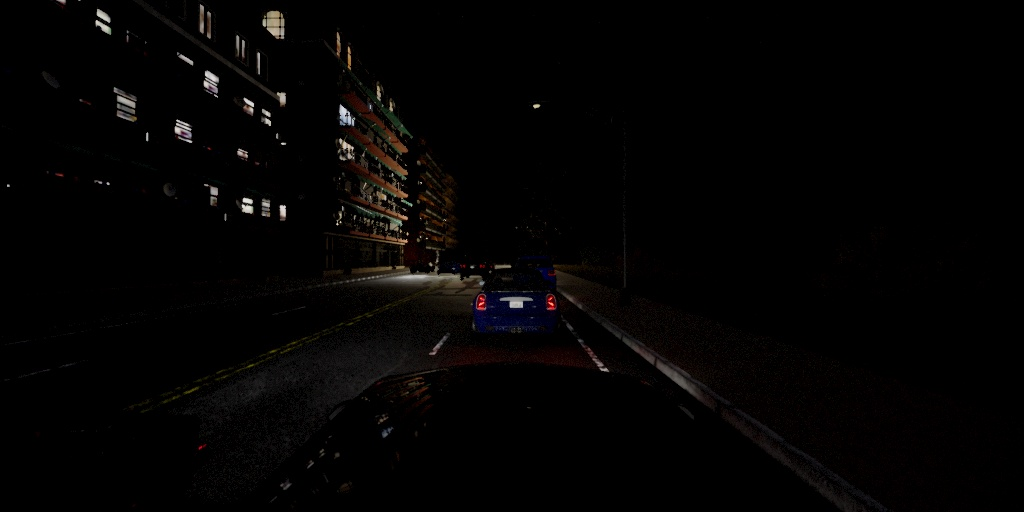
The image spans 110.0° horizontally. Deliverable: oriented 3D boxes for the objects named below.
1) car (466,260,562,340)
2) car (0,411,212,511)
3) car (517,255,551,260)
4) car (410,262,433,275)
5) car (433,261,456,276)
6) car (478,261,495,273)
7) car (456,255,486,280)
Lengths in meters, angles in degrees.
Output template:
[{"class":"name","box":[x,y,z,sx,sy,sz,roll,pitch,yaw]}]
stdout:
[{"class":"car","box":[0.095,1.103,10.128,2.097,1.767,4.553,0,0,0]},{"class":"car","box":[-3.155,1.350,0.479,1.895,1.301,4.718,0,0,0]},{"class":"car","box":[1.132,0.977,19.703,2.150,2.045,5.566,0,0,0]},{"class":"car","box":[-9.860,1.352,39.724,1.895,1.301,4.718,0,0,0]},{"class":"car","box":[-6.609,1.229,37.855,1.882,1.535,5.008,0,0,0]},{"class":"car","box":[-3.158,1.352,45.807,1.895,1.301,4.718,0,0,0]},{"class":"car","box":[-3.157,0.975,31.266,2.150,2.045,5.566,0,0,0]}]
